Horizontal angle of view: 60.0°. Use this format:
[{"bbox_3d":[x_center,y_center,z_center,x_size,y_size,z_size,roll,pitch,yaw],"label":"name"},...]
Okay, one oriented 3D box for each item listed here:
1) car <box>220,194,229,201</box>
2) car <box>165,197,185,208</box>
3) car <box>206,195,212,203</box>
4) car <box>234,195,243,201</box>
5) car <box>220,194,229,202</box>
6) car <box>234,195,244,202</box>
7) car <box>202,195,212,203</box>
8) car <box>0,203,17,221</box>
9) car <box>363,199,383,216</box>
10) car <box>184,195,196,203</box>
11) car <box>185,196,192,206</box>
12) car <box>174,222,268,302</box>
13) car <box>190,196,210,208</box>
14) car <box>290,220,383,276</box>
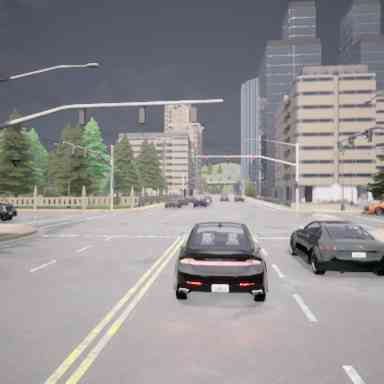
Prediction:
[{"bbox_3d":[8.334,1.339,85.722,2.097,1.767,4.553,0,0,5],"label":"car"},{"bbox_3d":[-2.527,1.556,46.515,1.994,1.385,4.181,0,0,5],"label":"car"},{"bbox_3d":[2.142,1.591,58.430,1.895,1.301,4.718,0,0,6],"label":"car"},{"bbox_3d":[11.821,1.523,85.420,2.033,1.411,5.357,0,0,5],"label":"car"},{"bbox_3d":[7.544,1.537,77.419,1.994,1.385,4.181,0,0,5],"label":"car"},{"bbox_3d":[10.935,1.578,76.114,1.895,1.301,4.718,0,0,5],"label":"car"},{"bbox_3d":[3.170,1.493,68.474,1.837,1.490,4.892,0,0,6],"label":"car"},{"bbox_3d":[-15.975,1.220,24.662,5.566,2.045,2.150,0,0,7],"label":"car"},{"bbox_3d":[19.151,1.347,32.135,4.553,1.767,2.097,0,0,7],"label":"car"},{"bbox_3d":[-0.434,1.467,67.692,1.882,1.535,5.008,0,0,6],"label":"car"},{"bbox_3d":[-1.644,1.539,55.715,2.033,1.411,5.357,0,0,6],"label":"car"},{"bbox_3d":[0.702,1.490,8.303,2.128,1.511,4.902,0,0,5],"label":"car"},{"bbox_3d":[1.255,1.593,49.309,1.895,1.301,4.718,0,0,5],"label":"car"},{"bbox_3d":[4.393,1.562,10.413,1.994,1.385,4.181,0,0,5],"label":"car"}]
